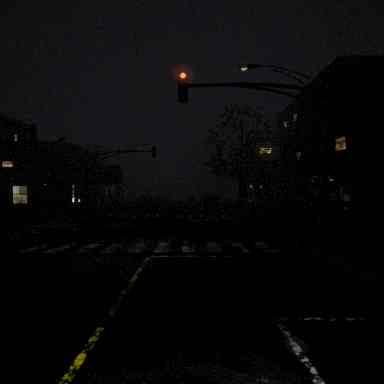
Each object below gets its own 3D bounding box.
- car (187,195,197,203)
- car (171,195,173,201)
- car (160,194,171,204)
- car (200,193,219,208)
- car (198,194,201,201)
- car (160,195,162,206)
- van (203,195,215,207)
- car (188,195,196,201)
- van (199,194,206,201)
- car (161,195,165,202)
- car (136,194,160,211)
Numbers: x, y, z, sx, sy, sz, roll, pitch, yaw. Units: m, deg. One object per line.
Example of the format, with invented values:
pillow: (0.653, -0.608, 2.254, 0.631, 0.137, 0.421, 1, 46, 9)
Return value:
car: (-0.010, 1.460, 67.394, 1.882, 1.535, 5.008, 0, 0, 0)
car: (-5.704, 1.297, 69.160, 2.192, 1.841, 5.009, -1, 0, 0)
car: (-5.704, 1.299, 63.616, 2.192, 1.841, 5.009, -1, 0, 0)
car: (2.679, 1.303, 46.985, 2.192, 1.841, 5.009, -1, 0, 0)
car: (2.679, 1.534, 63.617, 2.008, 1.369, 4.403, -1, 0, 0)
car: (-5.700, 1.533, 46.984, 1.887, 1.381, 4.507, -1, 0, 0)
van: (2.679, 1.328, 52.529, 1.690, 1.788, 3.998, -1, 0, 0)
car: (-0.011, 1.428, 77.845, 1.994, 1.385, 4.181, 0, 0, 0)
van: (2.674, 1.317, 85.793, 1.690, 1.788, 3.998, -1, 0, 0)
car: (-5.700, 1.569, 52.528, 1.802, 1.307, 4.206, -1, 0, 0)
car: (-5.700, 1.305, 41.440, 2.192, 1.841, 5.009, -1, 0, 0)
